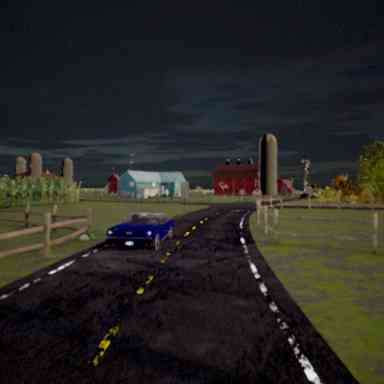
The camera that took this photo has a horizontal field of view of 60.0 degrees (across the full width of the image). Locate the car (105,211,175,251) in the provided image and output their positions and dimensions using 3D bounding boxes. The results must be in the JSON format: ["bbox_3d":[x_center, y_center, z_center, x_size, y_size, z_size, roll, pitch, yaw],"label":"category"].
[{"bbox_3d":[-1.993,1.503,13.919,1.895,1.301,4.718,0,0,6],"label":"car"}]

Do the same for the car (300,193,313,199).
[{"bbox_3d":[30.130,0.998,88.618,1.837,1.490,4.892,1,0,32],"label":"car"}]
